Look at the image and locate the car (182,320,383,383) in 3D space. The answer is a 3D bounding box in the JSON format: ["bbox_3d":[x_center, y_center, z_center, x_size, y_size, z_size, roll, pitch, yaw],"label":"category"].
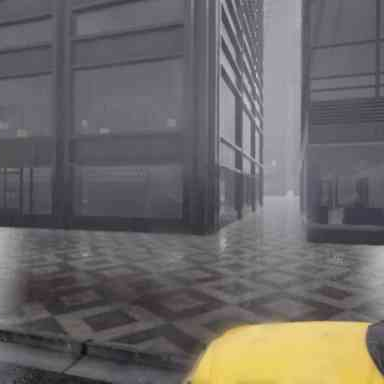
[{"bbox_3d":[2.479,1.454,2.211,5.366,1.575,1.801,0,0,17],"label":"car"}]
